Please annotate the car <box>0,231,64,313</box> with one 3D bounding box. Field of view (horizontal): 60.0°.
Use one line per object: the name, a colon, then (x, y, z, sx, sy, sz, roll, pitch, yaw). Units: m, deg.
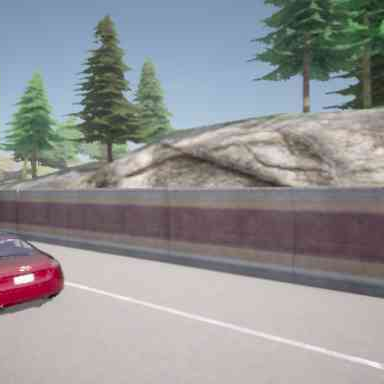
car: (-4.686, 1.564, 7.273, 4.181, 1.385, 1.994, 0, 0, 36)
